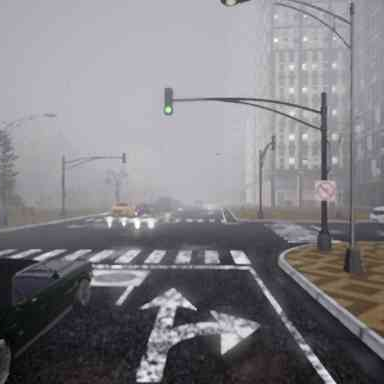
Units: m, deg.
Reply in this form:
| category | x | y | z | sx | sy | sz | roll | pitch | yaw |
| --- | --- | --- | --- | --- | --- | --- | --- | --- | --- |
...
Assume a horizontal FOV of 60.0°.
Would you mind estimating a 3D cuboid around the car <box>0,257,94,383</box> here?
| category | x | y | z | sx | sy | sz | roll | pitch | yaw |
| --- | --- | --- | --- | --- | --- | --- | --- | --- | --- |
| car | -3.055 | 1.659 | 5.097 | 1.895 | 1.301 | 4.718 | 0 | -1 | 1 |

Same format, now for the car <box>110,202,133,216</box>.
| category | x | y | z | sx | sy | sz | roll | pitch | yaw |
| --- | --- | --- | --- | --- | --- | --- | --- | --- | --- |
| car | -7.878 | 1.904 | 38.368 | 1.882 | 1.535 | 5.008 | 0 | -1 | 5 |

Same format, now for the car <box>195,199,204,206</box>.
| category | x | y | z | sx | sy | sz | roll | pitch | yaw |
| --- | --- | --- | --- | --- | --- | --- | --- | --- | --- |
| car | 1.677 | 2.427 | 77.238 | 2.033 | 1.411 | 5.357 | 0 | -1 | 4 |

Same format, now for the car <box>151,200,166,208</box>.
| category | x | y | z | sx | sy | sz | roll | pitch | yaw |
| --- | --- | --- | --- | --- | --- | --- | --- | --- | --- |
| car | -6.131 | 2.254 | 61.010 | 1.994 | 1.385 | 4.181 | 0 | -1 | 5 |

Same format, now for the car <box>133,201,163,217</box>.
| category | x | y | z | sx | sy | sz | roll | pitch | yaw |
| --- | --- | --- | --- | --- | --- | --- | --- | --- | --- |
| car | -4.746 | 2.009 | 36.623 | 1.895 | 1.301 | 4.718 | 0 | -1 | 4 |

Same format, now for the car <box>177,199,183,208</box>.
| category | x | y | z | sx | sy | sz | roll | pitch | yaw |
| --- | --- | --- | --- | --- | --- | --- | --- | --- | --- |
| car | -2.885 | 2.039 | 60.788 | 2.097 | 1.767 | 4.553 | 0 | -1 | 5 |

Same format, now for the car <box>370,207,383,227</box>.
| category | x | y | z | sx | sy | sz | roll | pitch | yaw |
| --- | --- | --- | --- | --- | --- | --- | --- | --- | --- |
| car | 14.742 | 1.311 | 21.682 | 5.566 | 2.045 | 2.150 | 0 | 0 | 5 |

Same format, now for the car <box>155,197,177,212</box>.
| category | x | y | z | sx | sy | sz | roll | pitch | yaw |
| --- | --- | --- | --- | --- | --- | --- | --- | --- | --- |
| car | -3.923 | 1.752 | 47.585 | 2.150 | 2.045 | 5.566 | 0 | 0 | 4 |

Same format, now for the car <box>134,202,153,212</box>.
| category | x | y | z | sx | sy | sz | roll | pitch | yaw |
| --- | --- | --- | --- | --- | --- | --- | --- | --- | --- |
| car | -7.075 | 2.149 | 49.005 | 1.895 | 1.301 | 4.718 | 0 | -1 | 4 |
